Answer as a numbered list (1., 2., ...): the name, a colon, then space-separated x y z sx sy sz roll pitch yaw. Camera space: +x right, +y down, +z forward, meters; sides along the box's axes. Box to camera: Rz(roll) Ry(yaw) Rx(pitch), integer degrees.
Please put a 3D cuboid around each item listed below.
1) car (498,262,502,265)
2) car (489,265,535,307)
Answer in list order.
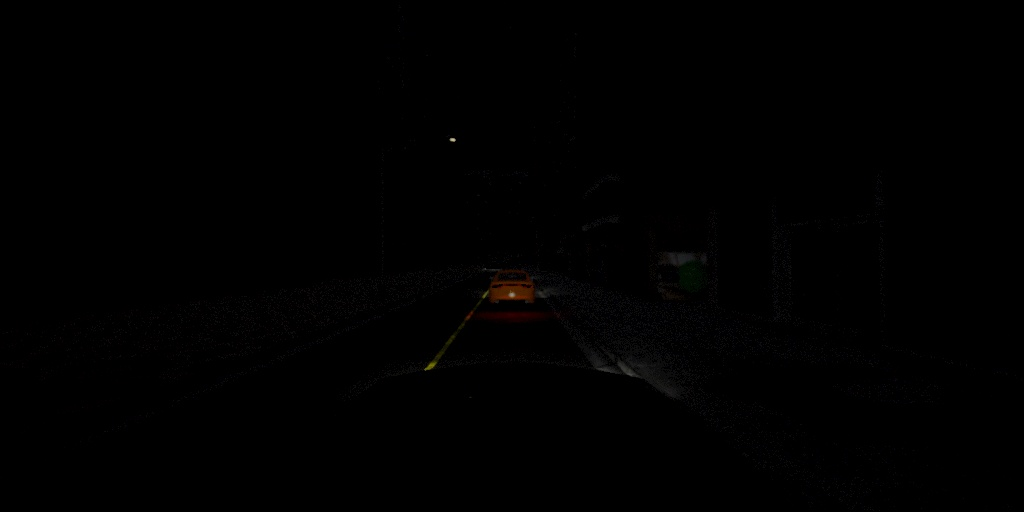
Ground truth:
1. car: 0.001 1.507 31.310 1.882 1.535 5.008 0 0 0
2. car: 0.006 1.365 16.322 1.882 1.535 5.008 0 0 0
